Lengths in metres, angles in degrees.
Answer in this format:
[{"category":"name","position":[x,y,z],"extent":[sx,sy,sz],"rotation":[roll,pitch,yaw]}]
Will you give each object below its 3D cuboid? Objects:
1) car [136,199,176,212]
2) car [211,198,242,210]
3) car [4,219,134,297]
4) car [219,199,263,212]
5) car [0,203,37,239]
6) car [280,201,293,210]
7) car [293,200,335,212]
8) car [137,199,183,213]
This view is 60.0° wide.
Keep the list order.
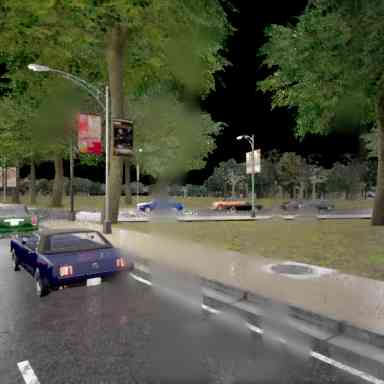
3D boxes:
[{"category":"car","position":[-4.543,1.659,41.532],"extent":[4.674,1.442,1.812],"rotation":[0,0,-16]},{"category":"car","position":[4.777,1.540,43.883],"extent":[4.553,1.767,2.097],"rotation":[0,0,-14]},{"category":"car","position":[-3.416,1.601,8.765],"extent":[1.895,1.301,4.718],"rotation":[0,0,-38]},{"category":"car","position":[6.187,1.793,40.887],"extent":[4.718,1.301,1.895],"rotation":[0,0,-14]},{"category":"car","position":[-8.876,1.352,15.906],"extent":[2.097,1.767,4.553],"rotation":[0,0,-37]},{"category":"car","position":[14.444,1.812,46.306],"extent":[4.181,1.385,1.994],"rotation":[0,0,-14]},{"category":"car","position":[16.242,1.747,43.405],"extent":[4.902,1.511,2.128],"rotation":[0,0,-14]},{"category":"car","position":[-3.577,1.612,38.431],"extent":[5.008,1.535,1.882],"rotation":[0,0,-13]}]
